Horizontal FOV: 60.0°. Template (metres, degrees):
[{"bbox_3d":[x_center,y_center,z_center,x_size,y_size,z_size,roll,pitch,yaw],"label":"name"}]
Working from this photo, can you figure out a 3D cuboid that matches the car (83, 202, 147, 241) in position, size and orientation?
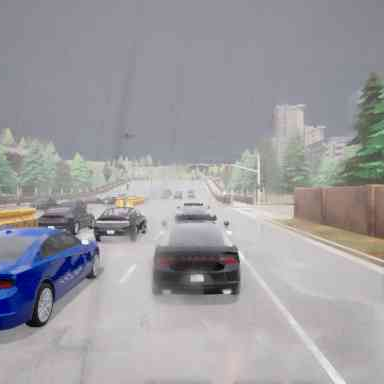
[{"bbox_3d":[-3.417,1.492,16.528,2.128,1.511,4.902,0,0,1],"label":"car"}]

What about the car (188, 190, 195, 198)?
[{"bbox_3d":[-0.164,0.931,91.320,1.895,1.301,4.718,0,4,0],"label":"car"}]

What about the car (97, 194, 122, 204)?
[{"bbox_3d":[-14.105,1.491,57.199,2.128,1.511,4.902,0,0,0],"label":"car"}]

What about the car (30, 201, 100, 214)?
[{"bbox_3d":[-6.909,1.505,18.730,1.837,1.490,4.892,0,0,0],"label":"car"}]

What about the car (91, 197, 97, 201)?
[{"bbox_3d":[-17.594,1.563,59.493,1.994,1.385,4.181,0,0,0],"label":"car"}]

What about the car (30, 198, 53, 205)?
[{"bbox_3d":[-17.618,1.504,39.558,1.837,1.490,4.892,0,0,0],"label":"car"}]

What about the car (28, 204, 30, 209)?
[{"bbox_3d":[-6.905,1.352,9.566,2.097,1.767,4.553,0,0,0],"label":"car"}]

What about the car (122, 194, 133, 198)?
[{"bbox_3d":[-14.032,1.563,68.155,1.994,1.385,4.181,0,0,0],"label":"car"}]

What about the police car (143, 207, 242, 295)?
[{"bbox_3d":[0.096,1.425,8.868,1.930,1.638,5.238,0,0,0],"label":"police car"}]

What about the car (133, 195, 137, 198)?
[{"bbox_3d":[-14.087,1.458,78.457,2.128,1.511,4.902,0,1,0],"label":"car"}]

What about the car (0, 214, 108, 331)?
[{"bbox_3d":[-3.404,1.478,7.022,1.882,1.535,5.008,0,0,0],"label":"car"}]

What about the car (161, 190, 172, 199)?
[{"bbox_3d":[-7.147,1.071,88.534,1.994,1.385,4.181,0,4,0],"label":"car"}]

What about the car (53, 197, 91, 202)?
[{"bbox_3d":[-14.119,1.547,39.527,2.033,1.411,5.357,0,0,0],"label":"car"}]

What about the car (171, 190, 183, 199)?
[{"bbox_3d":[-3.645,0.903,88.111,2.097,1.767,4.553,0,3,0],"label":"car"}]

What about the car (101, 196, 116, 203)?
[{"bbox_3d":[-17.542,1.594,70.214,1.895,1.301,4.718,0,0,0],"label":"car"}]

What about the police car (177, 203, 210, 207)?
[{"bbox_3d":[0.090,1.425,18.771,1.930,1.638,5.238,0,0,0],"label":"police car"}]
